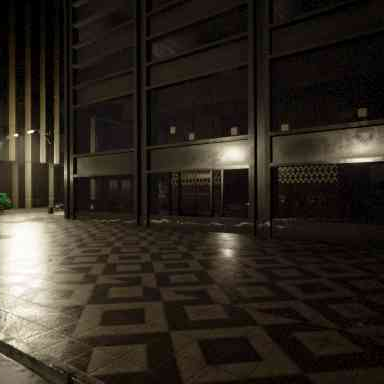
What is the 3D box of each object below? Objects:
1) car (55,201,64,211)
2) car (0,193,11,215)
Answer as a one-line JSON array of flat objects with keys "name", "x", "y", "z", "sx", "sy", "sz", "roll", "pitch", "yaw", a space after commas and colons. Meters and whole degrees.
[{"name": "car", "x": -13.404, "y": 1.323, "z": 38.607, "sx": 1.882, "sy": 1.535, "sz": 5.008, "roll": 0, "pitch": 0, "yaw": 35}, {"name": "car", "x": -19.424, "y": 1.110, "z": 30.076, "sx": 2.150, "sy": 2.045, "sz": 5.566, "roll": 0, "pitch": 0, "yaw": 37}]
